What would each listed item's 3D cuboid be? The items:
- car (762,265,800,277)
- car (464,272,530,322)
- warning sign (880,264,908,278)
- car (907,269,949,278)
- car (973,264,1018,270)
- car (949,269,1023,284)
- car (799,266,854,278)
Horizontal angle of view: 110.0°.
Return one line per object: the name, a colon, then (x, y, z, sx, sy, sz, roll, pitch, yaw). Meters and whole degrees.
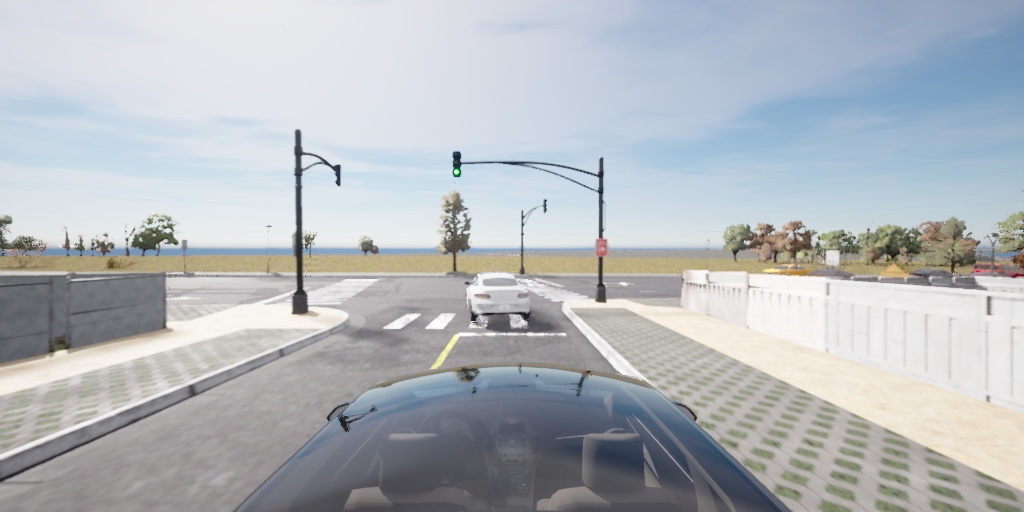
car: (27.645, 1.617, 36.074, 5.008, 1.535, 1.882, 1, 1, -16)
car: (-0.610, 1.283, 12.297, 1.812, 1.442, 4.674, 0, 0, -10)
warning sign: (22.963, 1.384, 21.621, 1.060, 1.860, 1.300, 0, 0, -15)
car: (37.724, 1.917, 32.048, 4.892, 1.490, 1.837, 1, 1, -16)
car: (47.572, 1.794, 34.998, 5.566, 2.045, 2.150, 1, 1, -17)
car: (38.636, 2.025, 28.929, 5.357, 1.411, 2.033, 1, 1, -16)
car: (29.423, 1.785, 33.201, 4.181, 1.385, 1.994, 1, 1, -16)
